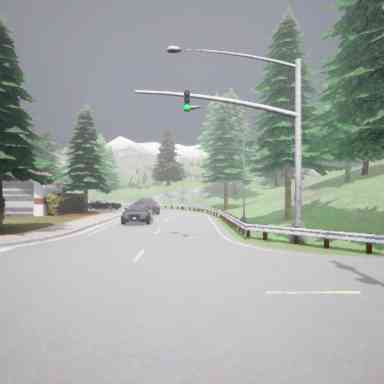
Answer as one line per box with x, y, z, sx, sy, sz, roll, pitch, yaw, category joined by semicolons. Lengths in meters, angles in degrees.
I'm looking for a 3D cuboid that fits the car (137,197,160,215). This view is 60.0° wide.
-4.697;1.349;33.955;2.097;1.767;4.553;0;0;-19;car

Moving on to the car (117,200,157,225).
-3.898;1.562;24.162;1.994;1.385;4.181;0;0;-2;car

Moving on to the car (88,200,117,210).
-11.244;1.605;41.717;4.718;1.301;1.895;0;0;14;car
